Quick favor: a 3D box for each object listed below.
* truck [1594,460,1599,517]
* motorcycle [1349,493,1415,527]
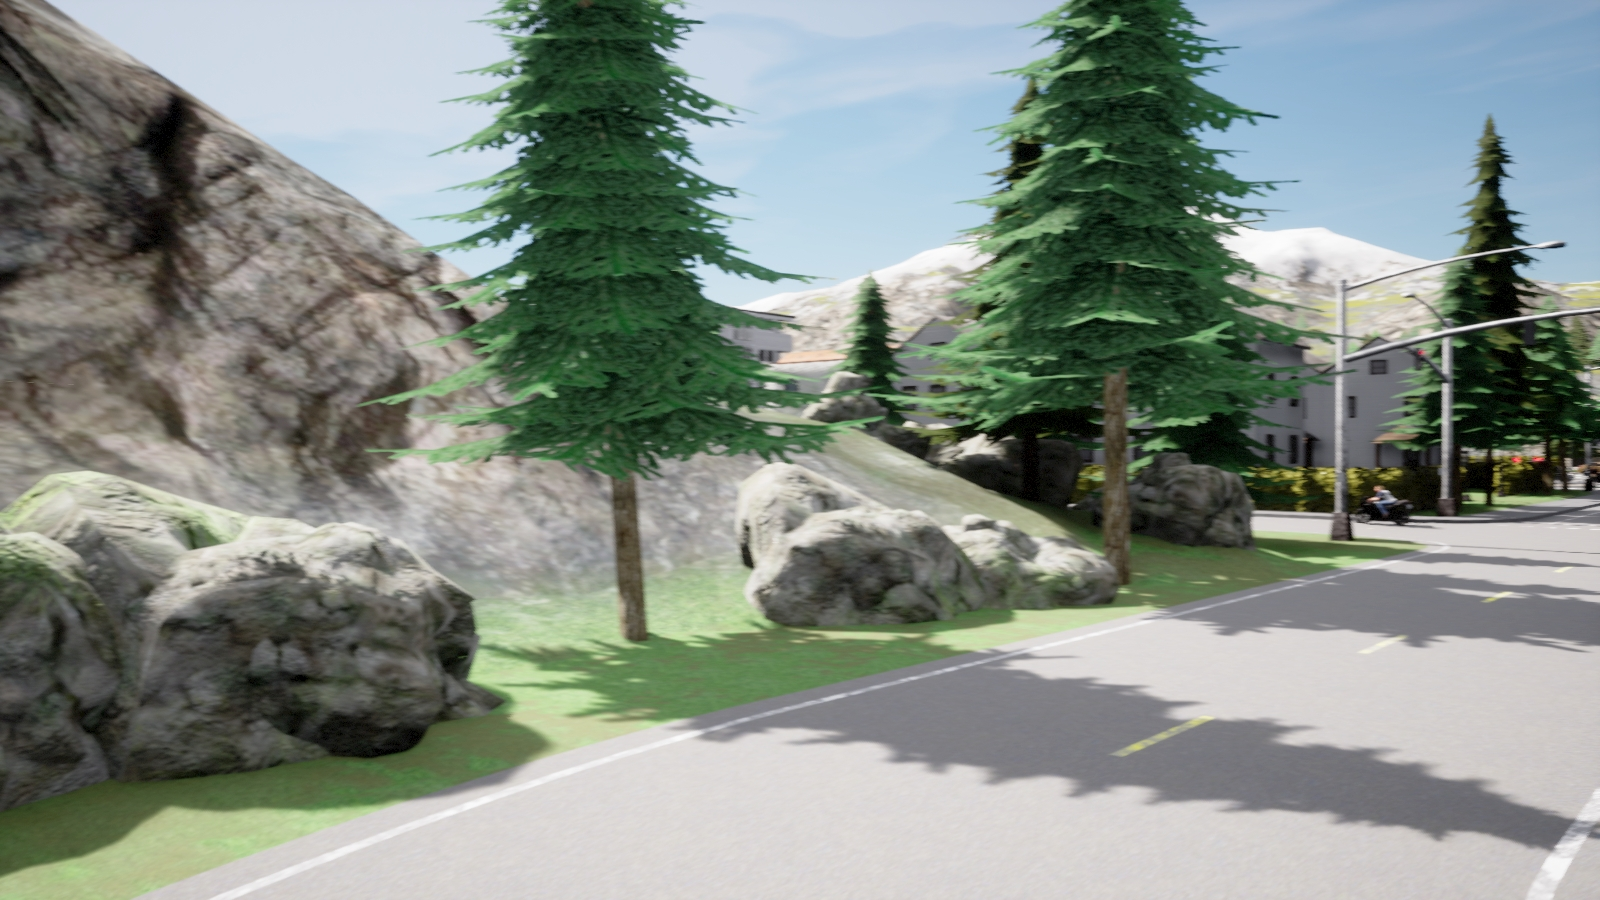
[{"bbox_3d":[37.117,1.665,50.592,2.627,2.467,5.204,0,0,42],"label":"truck"},{"bbox_3d":[21.836,2.252,42.871,0.803,1.145,2.033,-2,1,-42],"label":"motorcycle"}]
